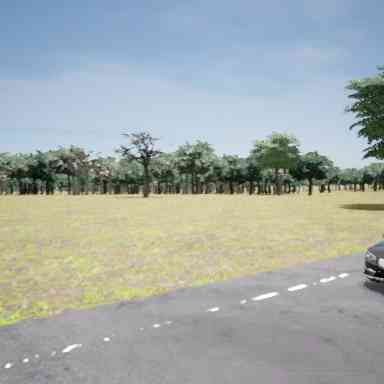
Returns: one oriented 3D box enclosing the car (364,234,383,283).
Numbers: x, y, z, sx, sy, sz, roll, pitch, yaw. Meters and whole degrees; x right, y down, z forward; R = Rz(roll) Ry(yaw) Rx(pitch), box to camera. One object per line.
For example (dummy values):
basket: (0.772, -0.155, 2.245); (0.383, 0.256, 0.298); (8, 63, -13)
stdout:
car: (6.301, 1.483, 8.491); (4.902, 1.511, 2.128); (0, 0, -36)
